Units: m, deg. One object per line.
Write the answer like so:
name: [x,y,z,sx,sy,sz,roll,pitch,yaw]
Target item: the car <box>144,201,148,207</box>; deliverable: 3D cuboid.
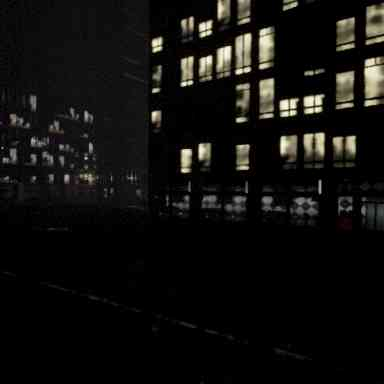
car: [-5.633,1.666,53.027,1.812,1.442,4.674,1,0,37]
